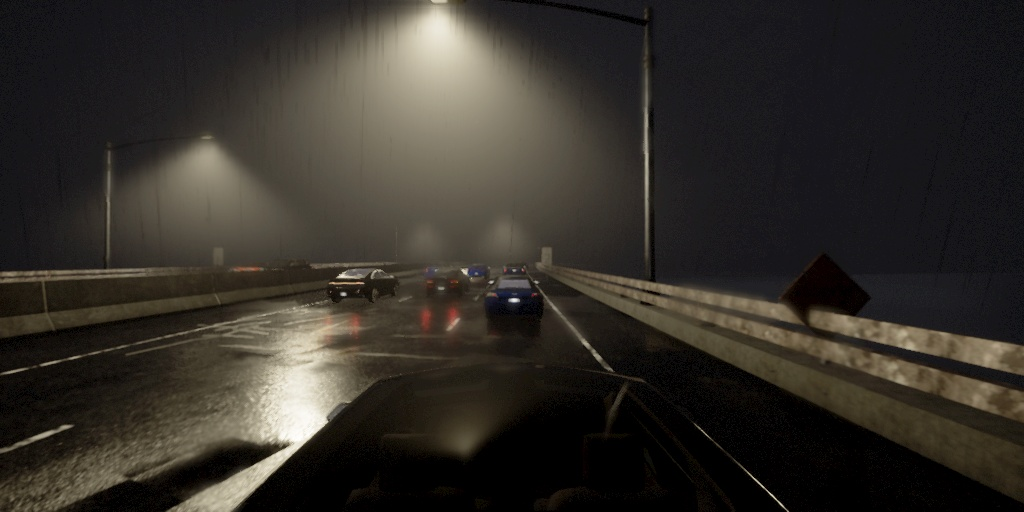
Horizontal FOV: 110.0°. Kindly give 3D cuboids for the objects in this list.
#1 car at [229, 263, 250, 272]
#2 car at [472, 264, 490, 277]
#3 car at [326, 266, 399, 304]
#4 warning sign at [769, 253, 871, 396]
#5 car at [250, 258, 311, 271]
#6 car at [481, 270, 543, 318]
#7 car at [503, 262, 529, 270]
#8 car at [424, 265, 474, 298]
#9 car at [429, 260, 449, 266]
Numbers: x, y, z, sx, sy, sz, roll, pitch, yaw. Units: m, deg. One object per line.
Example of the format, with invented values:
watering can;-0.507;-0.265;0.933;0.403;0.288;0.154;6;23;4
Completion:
car;-24.454;1.372;34.054;2.097;1.767;4.553;0;0;1
car;-3.241;1.499;35.457;1.882;1.535;5.008;0;0;1
car;-6.906;1.364;17.150;2.128;1.511;4.902;0;0;0
warning sign;4.537;0.890;5.181;1.300;1.860;1.060;0;0;0
car;-20.970;1.232;33.267;2.150;2.045;5.566;0;0;1
car;0.079;1.405;13.445;1.994;1.385;4.181;0;0;0
car;0.238;1.359;33.970;2.097;1.767;4.553;0;0;1
car;-3.395;1.416;19.585;1.812;1.442;4.674;0;-1;0
car;-6.763;1.363;33.978;2.097;1.767;4.553;0;0;1
